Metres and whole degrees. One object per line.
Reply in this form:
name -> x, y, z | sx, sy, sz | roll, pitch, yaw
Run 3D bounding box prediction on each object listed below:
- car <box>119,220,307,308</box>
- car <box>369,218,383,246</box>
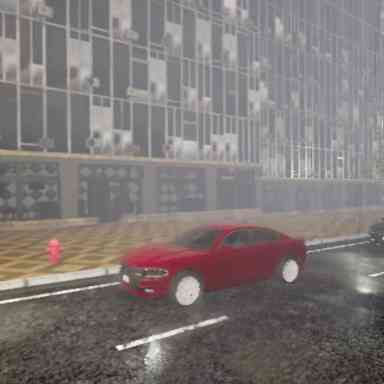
car -> 0.720, 1.499, 8.154 | 5.008, 1.535, 1.882 | 1, 0, -35
car -> 9.594, 1.543, 14.395 | 5.008, 1.535, 1.882 | 0, 0, -35
